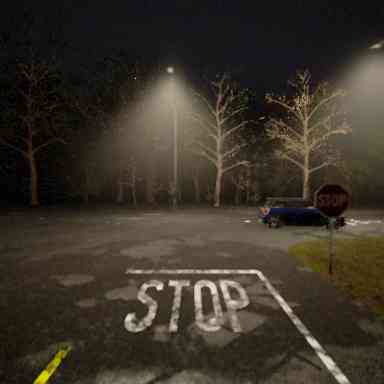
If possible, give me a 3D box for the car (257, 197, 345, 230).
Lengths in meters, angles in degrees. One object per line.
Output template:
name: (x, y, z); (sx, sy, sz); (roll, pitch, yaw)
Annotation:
car: (6.028, 1.105, 18.515); (4.553, 1.767, 2.097); (0, 1, 0)
